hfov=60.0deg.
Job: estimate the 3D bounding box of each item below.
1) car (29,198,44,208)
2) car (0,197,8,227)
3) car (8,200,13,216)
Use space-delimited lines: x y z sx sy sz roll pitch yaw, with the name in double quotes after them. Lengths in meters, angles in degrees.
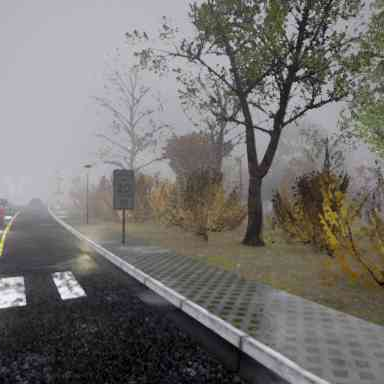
-25.163 1.715 53.811 1.882 1.535 5.008 0 0 -23 "car"
-14.181 1.265 22.902 2.150 2.045 5.566 0 -1 -27 "car"
-19.254 1.459 33.396 2.097 1.767 4.553 0 0 -25 "car"
